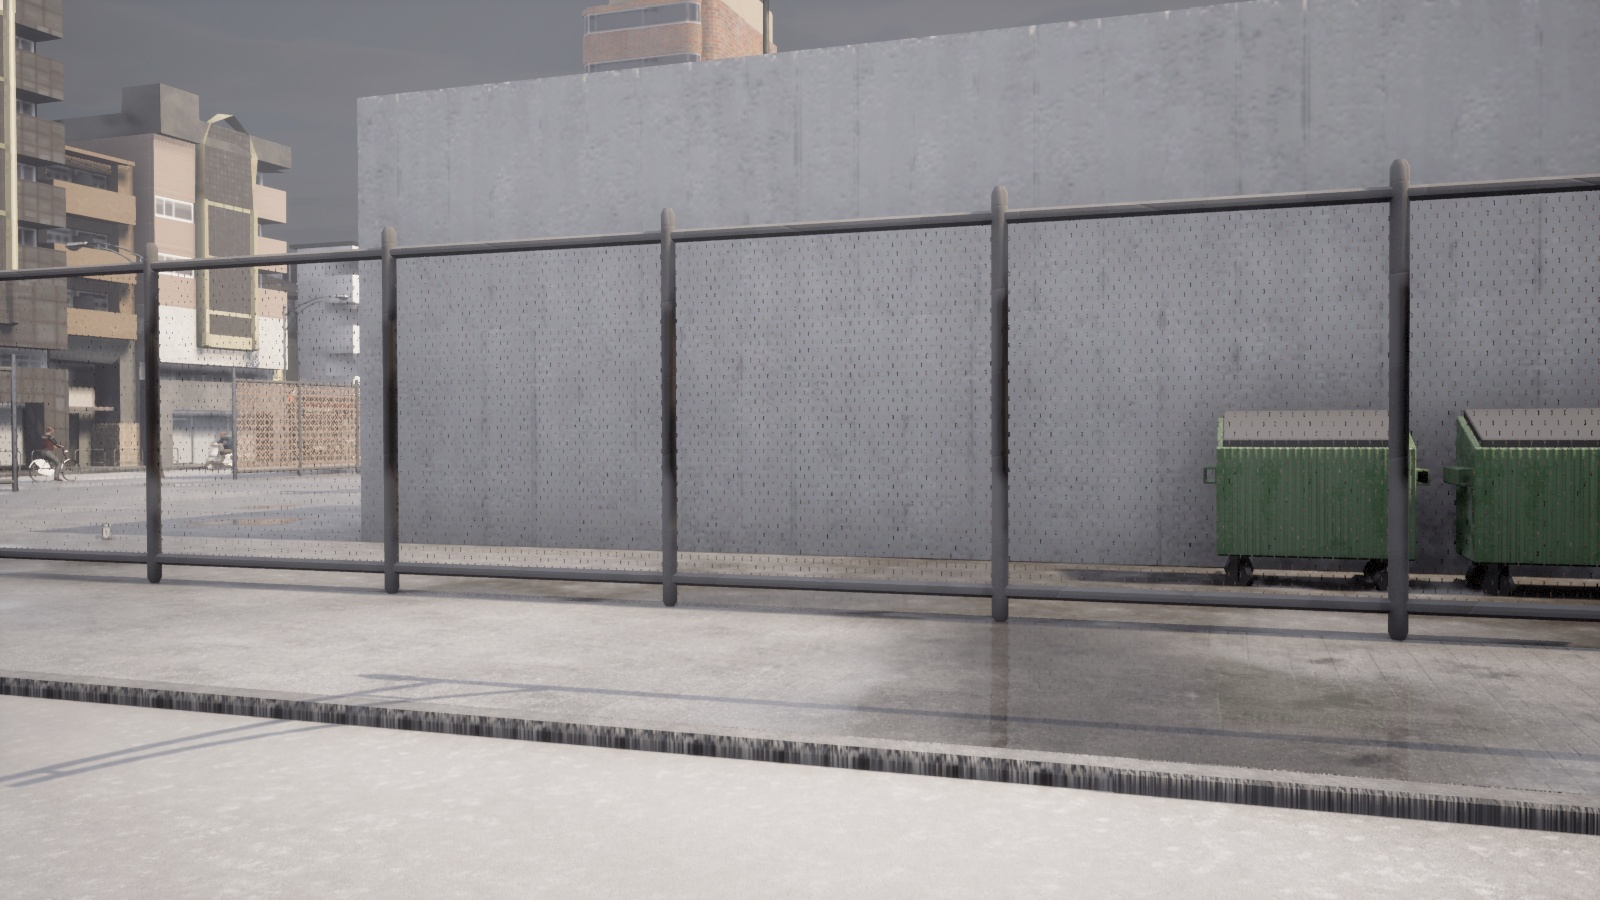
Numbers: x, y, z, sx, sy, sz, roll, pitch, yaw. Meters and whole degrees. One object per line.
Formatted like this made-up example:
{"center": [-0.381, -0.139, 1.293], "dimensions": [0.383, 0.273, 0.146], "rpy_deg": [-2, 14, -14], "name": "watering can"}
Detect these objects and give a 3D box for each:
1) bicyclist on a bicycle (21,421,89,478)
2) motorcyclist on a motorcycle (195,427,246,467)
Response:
{"center": [-23.671, -0.031, 39.939], "dimensions": [0.659, 1.776, 1.843], "rpy_deg": [1, 1, 19], "name": "bicyclist on a bicycle"}
{"center": [-23.809, -0.136, 51.601], "dimensions": [0.866, 1.590, 1.817], "rpy_deg": [1, 1, 21], "name": "motorcyclist on a motorcycle"}
